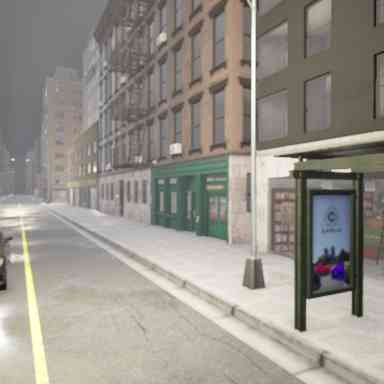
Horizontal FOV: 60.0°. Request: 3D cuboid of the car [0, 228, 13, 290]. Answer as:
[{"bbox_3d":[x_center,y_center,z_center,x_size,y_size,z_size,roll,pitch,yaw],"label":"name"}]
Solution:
[{"bbox_3d":[-5.794,1.534,8.682,1.812,1.442,4.674,0,0,-27],"label":"car"}]
